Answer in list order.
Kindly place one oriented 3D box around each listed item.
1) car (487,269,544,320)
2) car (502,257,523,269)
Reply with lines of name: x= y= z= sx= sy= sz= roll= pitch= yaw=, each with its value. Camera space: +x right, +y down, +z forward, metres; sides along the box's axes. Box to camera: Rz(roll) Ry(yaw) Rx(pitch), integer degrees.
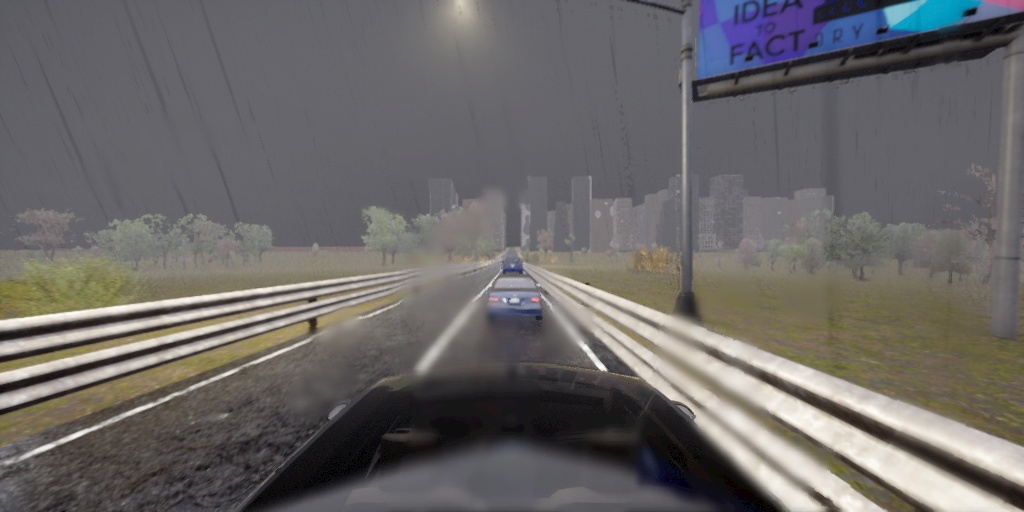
car: x=0.097 y=1.347 z=12.899 sx=2.033 sy=1.411 sz=5.357 roll=0 pitch=0 yaw=0
car: x=0.088 y=1.139 z=39.695 sx=2.150 sy=2.045 sz=5.566 roll=0 pitch=0 yaw=0
